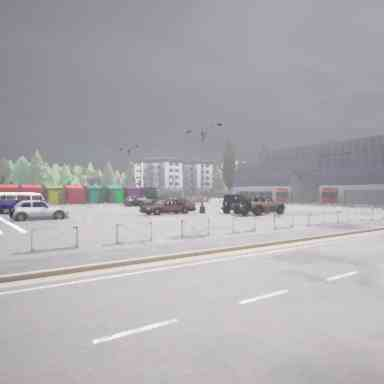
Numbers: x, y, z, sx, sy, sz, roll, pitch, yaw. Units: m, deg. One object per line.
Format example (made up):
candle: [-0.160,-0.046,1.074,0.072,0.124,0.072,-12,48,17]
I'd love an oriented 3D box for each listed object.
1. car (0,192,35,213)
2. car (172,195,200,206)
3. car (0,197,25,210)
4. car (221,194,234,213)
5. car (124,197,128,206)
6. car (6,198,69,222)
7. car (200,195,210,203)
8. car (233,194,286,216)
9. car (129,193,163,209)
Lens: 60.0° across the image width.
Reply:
car: [-21.002,1.150,38.154,4.605,1.855,1.932,0,0,-35]
car: [-1.217,1.600,66.726,2.033,1.411,5.357,0,0,-34]
car: [-22.624,1.360,40.555,3.905,1.438,1.784,0,0,-35]
car: [4.654,1.153,32.299,3.866,1.878,1.905,0,0,-35]
car: [-8.379,1.392,50.663,3.806,1.475,1.970,0,0,-35]
car: [-11.165,1.392,24.415,3.806,1.475,1.970,0,0,-35]
car: [1.674,1.402,68.700,2.097,1.767,4.553,0,0,-34]
car: [6.282,1.150,29.905,4.605,1.855,1.932,0,0,-35]
car: [-6.715,1.153,48.294,3.866,1.878,1.905,0,0,-35]
